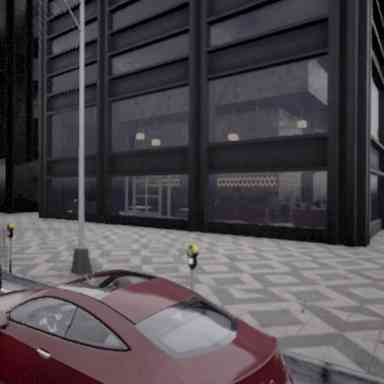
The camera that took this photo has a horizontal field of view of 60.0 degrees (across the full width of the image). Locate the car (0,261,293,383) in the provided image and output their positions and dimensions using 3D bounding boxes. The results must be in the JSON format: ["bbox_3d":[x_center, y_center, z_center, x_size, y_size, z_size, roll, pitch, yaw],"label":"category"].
[{"bbox_3d":[-1.051,1.568,3.708,4.206,1.307,1.802,0,0,35],"label":"car"}]
